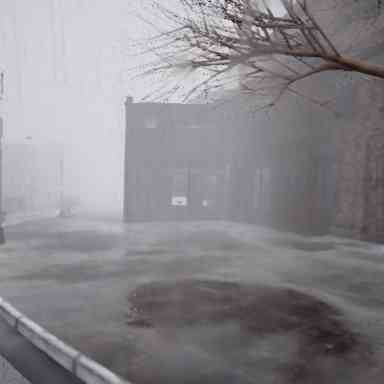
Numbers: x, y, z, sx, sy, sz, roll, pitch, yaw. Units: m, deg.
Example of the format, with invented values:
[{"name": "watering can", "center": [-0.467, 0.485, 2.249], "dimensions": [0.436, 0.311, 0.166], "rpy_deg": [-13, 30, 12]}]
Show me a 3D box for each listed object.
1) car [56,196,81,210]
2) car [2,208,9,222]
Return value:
[{"name": "car", "center": [-19.819, 1.713, 53.616], "dimensions": [2.150, 2.045, 5.566], "rpy_deg": [1, -1, 3]}, {"name": "car", "center": [-15.975, 1.648, 25.902], "dimensions": [1.882, 1.535, 5.008], "rpy_deg": [1, -1, -10]}]
